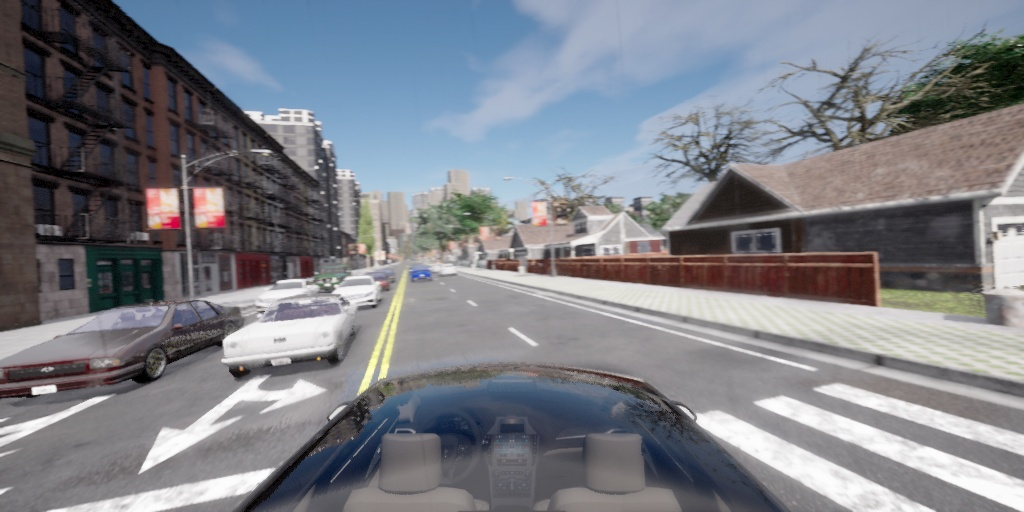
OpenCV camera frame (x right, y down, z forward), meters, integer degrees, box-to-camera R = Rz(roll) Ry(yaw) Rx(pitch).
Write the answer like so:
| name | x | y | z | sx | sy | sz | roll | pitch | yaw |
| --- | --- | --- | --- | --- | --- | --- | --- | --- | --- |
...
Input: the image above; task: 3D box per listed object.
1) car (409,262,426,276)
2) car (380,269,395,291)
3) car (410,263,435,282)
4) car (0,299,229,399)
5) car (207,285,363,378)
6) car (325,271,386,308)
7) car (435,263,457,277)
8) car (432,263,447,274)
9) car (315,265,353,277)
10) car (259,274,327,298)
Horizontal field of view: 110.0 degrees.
| name | x | y | z | sx | sy | sz | roll | pitch | yaw |
| --- | --- | --- | --- | --- | --- | --- | --- | --- | --- |
| car | -13.867 | 1.844 | 52.453 | 2.097 | 1.767 | 4.553 | -3 | 0 | -16 |
| car | -9.888 | 1.863 | 26.146 | 1.994 | 1.385 | 4.181 | -3 | 0 | -15 |
| car | -9.189 | 1.725 | 36.157 | 1.882 | 1.535 | 5.008 | -3 | 0 | -16 |
| car | -8.143 | 1.762 | 8.201 | 2.033 | 1.411 | 5.357 | -3 | 0 | -16 |
| car | -4.853 | 1.625 | 8.512 | 1.895 | 1.301 | 4.718 | -3 | 0 | -19 |
| car | -7.375 | 1.688 | 17.341 | 1.812 | 1.442 | 4.674 | -3 | 0 | -16 |
| car | -7.701 | 1.678 | 42.752 | 1.812 | 1.442 | 4.674 | -3 | 0 | -16 |
| car | -10.825 | 1.842 | 53.355 | 1.812 | 1.442 | 4.674 | -3 | 0 | -16 |
| car | -13.816 | 1.745 | 28.009 | 2.150 | 2.045 | 5.566 | -3 | 0 | -16 |
| car | -10.879 | 1.890 | 17.760 | 1.812 | 1.442 | 4.674 | -3 | 0 | -16 |
